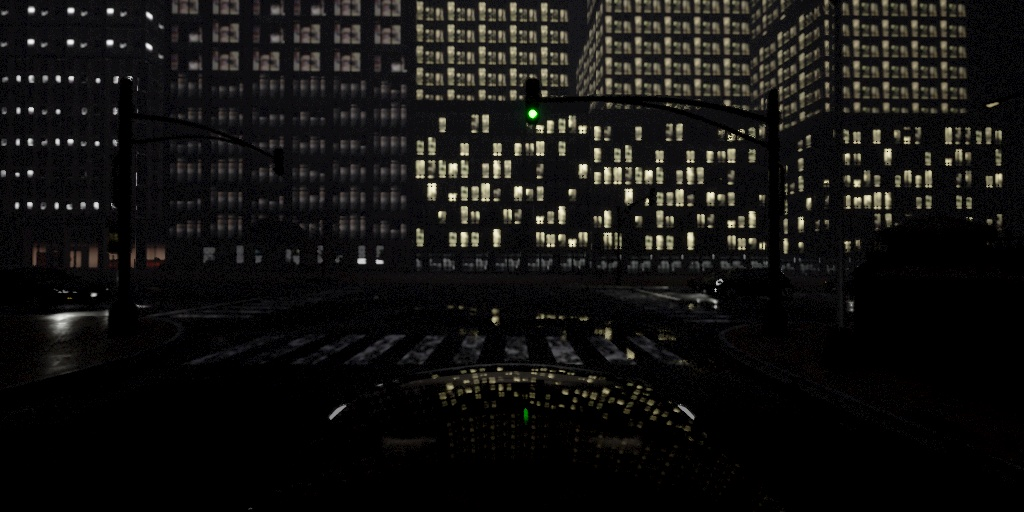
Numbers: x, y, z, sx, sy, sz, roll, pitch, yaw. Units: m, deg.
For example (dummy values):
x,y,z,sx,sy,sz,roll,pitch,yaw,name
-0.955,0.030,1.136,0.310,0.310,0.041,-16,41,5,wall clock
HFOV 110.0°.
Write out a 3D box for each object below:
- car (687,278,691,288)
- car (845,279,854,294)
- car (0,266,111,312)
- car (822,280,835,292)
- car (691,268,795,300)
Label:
x,y,z,sx,sy,sz,roll,pitch,yaw,name
14.117,1.618,23.473,5.008,1.535,1.882,1,-1,-2,car
22.056,1.729,20.356,4.674,1.442,1.812,1,-1,-1,car
-17.624,1.139,13.002,4.892,1.490,1.837,1,-1,-1,car
23.443,1.857,23.628,4.718,1.301,1.895,1,-1,-1,car
13.069,1.444,20.209,4.553,1.767,2.097,1,-1,-1,car
